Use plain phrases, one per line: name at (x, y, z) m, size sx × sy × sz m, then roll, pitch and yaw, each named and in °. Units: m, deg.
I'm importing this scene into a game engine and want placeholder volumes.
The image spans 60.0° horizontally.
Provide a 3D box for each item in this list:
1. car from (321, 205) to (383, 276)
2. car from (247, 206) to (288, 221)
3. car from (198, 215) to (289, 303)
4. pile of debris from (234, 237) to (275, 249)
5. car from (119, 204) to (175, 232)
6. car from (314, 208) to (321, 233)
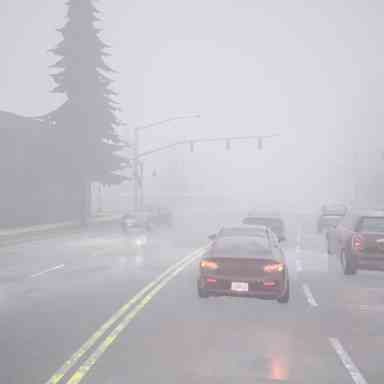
car at (5.506, 1.352, 10.286) m, size 2.097 × 1.767 × 4.553 m, roll 0°, pitch 0°, yaw 14°
car at (3.827, 1.478, 17.116) m, size 1.882 × 1.535 × 5.008 m, roll 0°, pitch 0°, yaw 18°
car at (1.323, 1.526, 8.200) m, size 1.812 × 1.442 × 4.674 m, roll 0°, pitch 0°, yaw 12°
pile of debris at (2.728, 2.175, 14.287) m, size 1.500 × 0.140 × 1.860 m, roll 0°, pitch 0°, yaw 18°
car at (-2.629, 1.498, 20.427) m, size 2.128 × 1.511 × 4.902 m, roll 0°, pitch 0°, yaw 18°
car at (8.144, 1.491, 19.104) m, size 2.128 × 1.511 × 4.902 m, roll 0°, pitch 0°, yaw 20°
